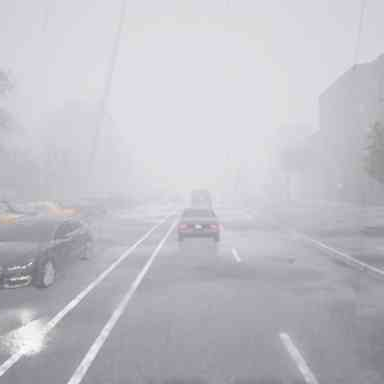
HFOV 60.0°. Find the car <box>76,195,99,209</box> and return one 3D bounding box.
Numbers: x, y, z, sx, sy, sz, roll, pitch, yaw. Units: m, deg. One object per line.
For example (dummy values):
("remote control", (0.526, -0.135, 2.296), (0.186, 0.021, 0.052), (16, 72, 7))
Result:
("car", (-9.094, 1.221, 22.330), (5.008, 1.535, 2.097), (-1, 1, -18))

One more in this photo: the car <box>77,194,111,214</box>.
("car", (-9.008, 1.170, 25.307), (5.008, 1.535, 2.097), (-1, 1, -18))

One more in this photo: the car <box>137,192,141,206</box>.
("car", (-8.448, 0.847, 37.175), (4.553, 1.767, 2.185), (-1, 1, -17))

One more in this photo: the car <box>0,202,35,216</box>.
("car", (-9.329, 1.372, 13.423), (5.008, 1.535, 2.097), (-1, 1, -19))

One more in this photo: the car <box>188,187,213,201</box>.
("car", (1.039, 0.726, 35.558), (2.150, 2.045, 5.566), (0, 1, 3))

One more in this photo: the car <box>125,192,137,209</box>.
("car", (-8.635, 1.021, 34.210), (5.008, 1.535, 2.097), (-1, 1, -17))

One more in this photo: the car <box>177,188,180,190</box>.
("car", (-5.774, 0.505, 72.715), (4.674, 1.452, 2.002), (-1, 1, -15))

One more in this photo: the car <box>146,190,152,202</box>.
("car", (-8.118, 0.908, 43.115), (4.792, 1.488, 2.163), (-1, 1, -17))

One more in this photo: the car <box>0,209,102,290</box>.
("car", (-4.157, 1.449, 9.086), (1.837, 1.490, 4.892), (0, 1, 1))

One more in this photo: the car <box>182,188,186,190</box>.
("car", (-5.023, 0.351, 81.494), (5.366, 1.575, 1.946), (-1, 1, -14))

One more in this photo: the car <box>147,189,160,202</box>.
("car", (-7.778, 0.790, 49.040), (4.892, 1.521, 2.231), (-1, 1, -16))

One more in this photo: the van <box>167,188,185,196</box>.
("van", (-4.269, 0.044, 87.404), (4.442, 1.987, 1.878), (-1, 1, -13))

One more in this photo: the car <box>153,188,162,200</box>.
("car", (-7.531, 0.619, 52.001), (4.553, 1.767, 2.185), (-1, 1, -16))

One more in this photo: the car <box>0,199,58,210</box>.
("car", (-9.298, 1.197, 16.387), (4.553, 1.767, 2.185), (-1, 1, -19))

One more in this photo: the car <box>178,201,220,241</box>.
("car", (0.310, 1.390, 15.790), (2.033, 1.411, 5.357), (0, 1, 1))

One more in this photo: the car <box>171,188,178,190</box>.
("car", (-6.166, 0.534, 66.851), (5.366, 1.575, 1.946), (-1, 0, -15))

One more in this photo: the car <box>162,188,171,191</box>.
("car", (-7.142, 0.410, 57.909), (5.566, 2.045, 2.435), (-1, 1, -16))

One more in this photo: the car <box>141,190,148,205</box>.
("car", (-8.313, 0.925, 40.138), (5.008, 1.535, 2.097), (-1, 1, -17))

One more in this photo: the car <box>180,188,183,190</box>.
("car", (-5.157, 0.430, 78.584), (4.674, 1.452, 2.002), (-1, 1, -14))

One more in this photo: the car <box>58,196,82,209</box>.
("car", (-9.366, 1.272, 19.303), (5.366, 1.575, 1.946), (-1, 1, -19))

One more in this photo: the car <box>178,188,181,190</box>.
("car", (-5.454, 0.468, 75.652), (4.674, 1.452, 2.002), (0, 0, -14))

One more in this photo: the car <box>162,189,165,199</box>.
("car", (-7.345, 0.742, 54.965), (4.674, 1.452, 2.002), (-1, 1, -16))

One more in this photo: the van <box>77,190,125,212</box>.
("van", (-8.877, 0.846, 31.194), (4.442, 1.987, 1.878), (-1, 1, -18))

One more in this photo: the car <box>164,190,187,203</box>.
("car", (-2.418, 0.824, 50.307), (2.033, 1.411, 5.357), (0, 1, 4))
